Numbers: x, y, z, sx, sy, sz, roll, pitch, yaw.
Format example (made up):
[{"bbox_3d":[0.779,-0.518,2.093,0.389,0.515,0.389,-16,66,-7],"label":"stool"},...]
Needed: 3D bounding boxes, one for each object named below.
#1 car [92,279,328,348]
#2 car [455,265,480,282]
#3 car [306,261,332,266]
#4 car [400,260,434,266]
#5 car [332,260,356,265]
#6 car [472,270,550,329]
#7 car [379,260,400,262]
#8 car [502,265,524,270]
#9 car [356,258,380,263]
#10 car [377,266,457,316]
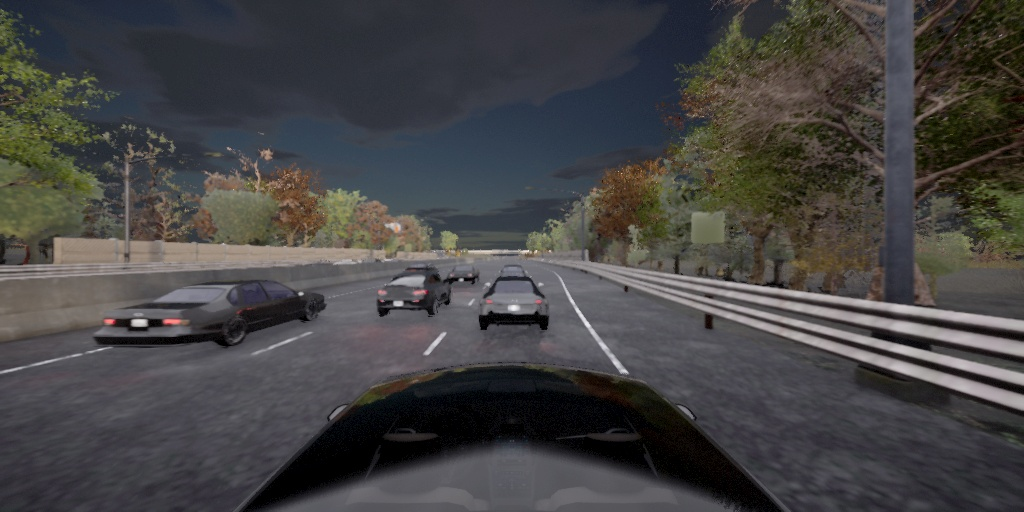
[{"bbox_3d":[-6.950,1.294,9.218,2.033,1.411,5.357,0,0,0],"label":"car"},{"bbox_3d":[-3.426,1.343,26.506,1.895,1.301,4.718,0,0,0],"label":"car"},{"bbox_3d":[-28.024,1.353,52.338,1.895,1.301,4.718,0,0,0],"label":"car"},{"bbox_3d":[-6.916,1.234,27.947,2.128,1.511,4.902,0,0,0],"label":"car"},{"bbox_3d":[-24.524,1.280,53.644,1.812,1.442,4.674,0,0,1],"label":"car"},{"bbox_3d":[0.067,1.309,11.260,1.994,1.385,4.181,0,0,1],"label":"car"},{"bbox_3d":[-17.528,1.302,53.748,2.033,1.411,5.357,0,0,1],"label":"car"},{"bbox_3d":[0.056,1.290,24.217,2.033,1.411,5.357,0,0,0],"label":"car"},{"bbox_3d":[-21.029,1.106,53.710,2.097,1.767,4.553,0,0,0],"label":"car"},{"bbox_3d":[-3.422,1.270,13.145,1.812,1.442,4.674,0,0,0],"label":"car"}]
